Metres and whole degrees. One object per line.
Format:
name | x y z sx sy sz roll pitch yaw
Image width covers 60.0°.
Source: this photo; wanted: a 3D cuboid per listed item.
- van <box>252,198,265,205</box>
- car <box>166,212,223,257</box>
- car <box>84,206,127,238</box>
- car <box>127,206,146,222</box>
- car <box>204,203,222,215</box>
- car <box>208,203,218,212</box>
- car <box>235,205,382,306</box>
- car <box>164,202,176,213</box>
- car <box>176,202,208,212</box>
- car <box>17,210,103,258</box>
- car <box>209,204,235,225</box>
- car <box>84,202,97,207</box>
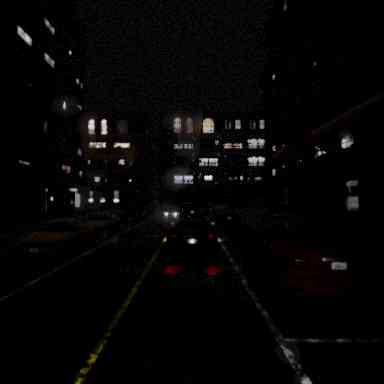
van | 13.088 2.018 61.164 3.998 1.788 1.690 0 -1 0
car | 0.025 1.716 13.657 1.994 1.385 4.181 0 -1 1
car | -5.284 1.739 19.140 1.752 1.417 4.829 1 -1 0
car | -5.271 1.913 30.438 1.947 1.339 4.313 1 -1 0
car | 2.577 2.050 41.589 1.947 1.339 4.313 1 -1 0
car | 2.576 1.892 30.463 1.887 1.381 4.507 1 -1 0
car | 2.578 1.406 8.212 2.192 1.841 5.009 1 -1 0
car | -2.752 2.085 45.809 2.033 1.411 5.357 0 -1 0
car | 0.025 1.674 28.441 2.097 1.767 4.553 0 -1 0
car | -5.294 1.676 13.576 1.752 1.417 4.829 1 -1 0
car | 2.576 1.847 24.898 1.947 1.339 4.313 1 -1 0
car | -19.696 2.438 61.116 4.403 1.369 2.008 0 -1 0
